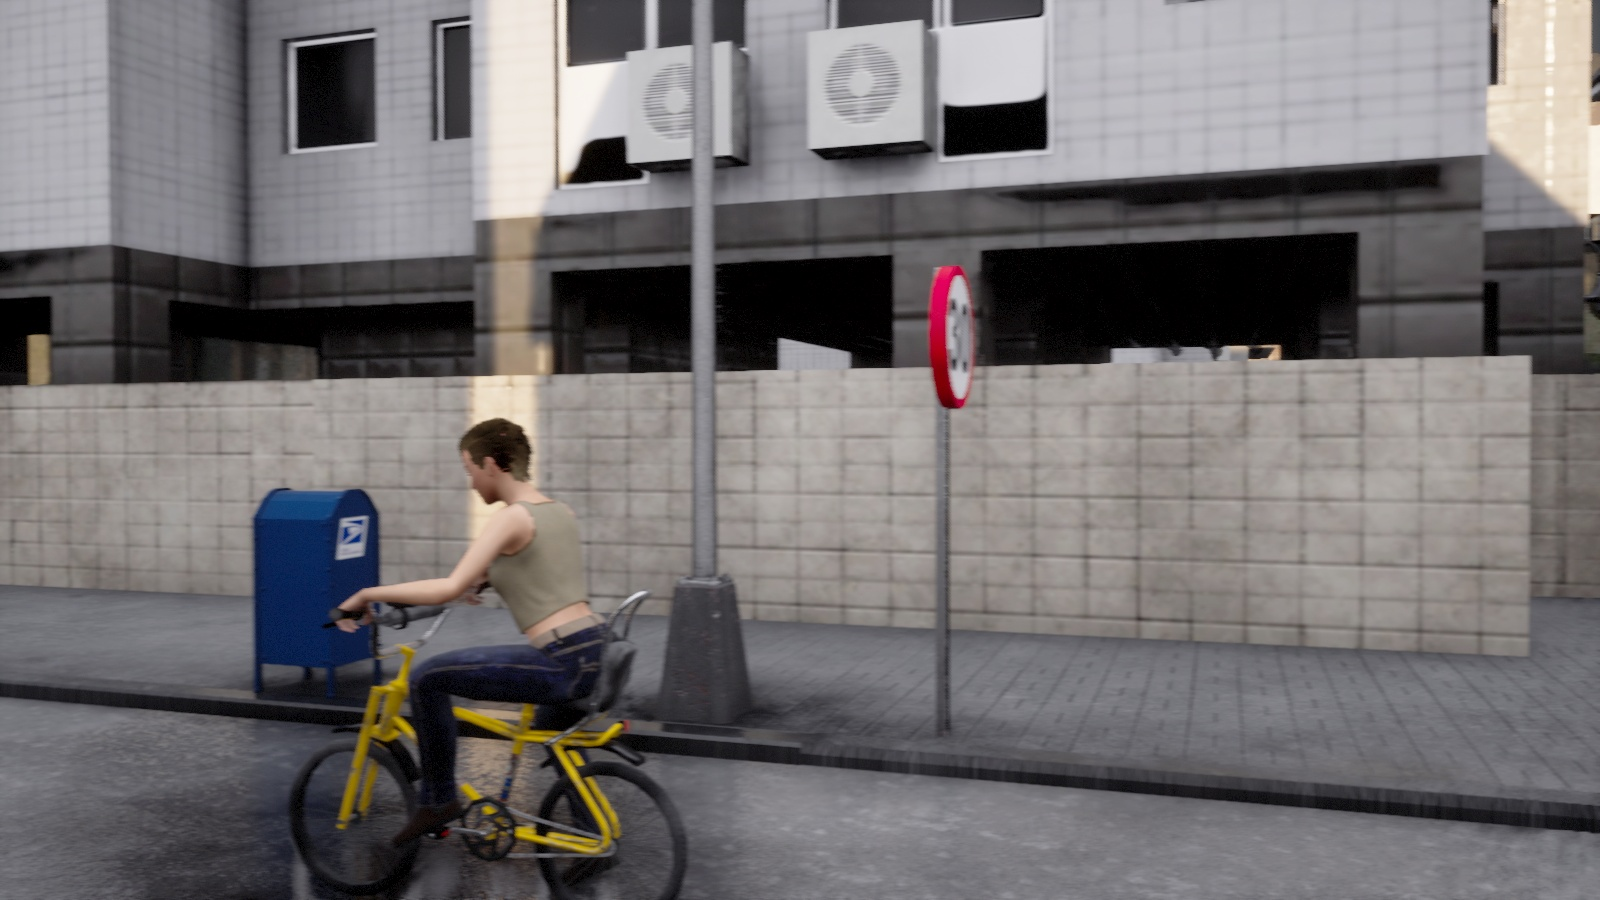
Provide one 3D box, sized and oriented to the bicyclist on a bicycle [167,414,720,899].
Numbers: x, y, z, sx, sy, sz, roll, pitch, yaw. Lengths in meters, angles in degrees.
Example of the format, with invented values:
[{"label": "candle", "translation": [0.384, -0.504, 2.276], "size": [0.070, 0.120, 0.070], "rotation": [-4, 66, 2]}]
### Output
[{"label": "bicyclist on a bicycle", "translation": [-1.127, 0.694, 4.109], "size": [1.509, 1.612, 0.866], "rotation": [1, 1, 18]}]
